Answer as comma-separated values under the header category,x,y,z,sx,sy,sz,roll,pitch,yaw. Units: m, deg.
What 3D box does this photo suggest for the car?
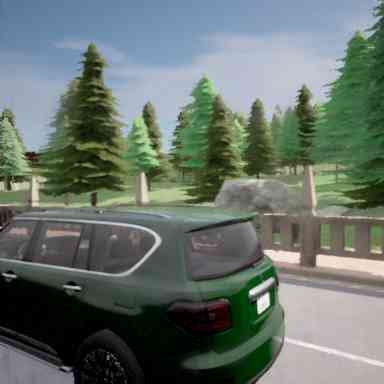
category,x,y,z,sx,sy,sz,roll,pitch,yaw
car,-1.530,1.208,4.804,5.566,2.045,2.150,0,0,33
